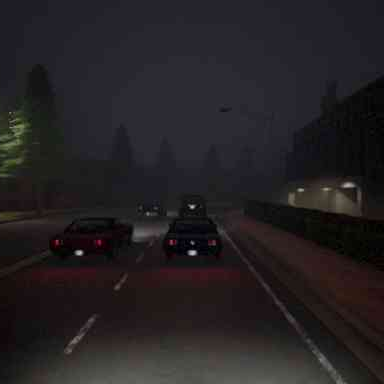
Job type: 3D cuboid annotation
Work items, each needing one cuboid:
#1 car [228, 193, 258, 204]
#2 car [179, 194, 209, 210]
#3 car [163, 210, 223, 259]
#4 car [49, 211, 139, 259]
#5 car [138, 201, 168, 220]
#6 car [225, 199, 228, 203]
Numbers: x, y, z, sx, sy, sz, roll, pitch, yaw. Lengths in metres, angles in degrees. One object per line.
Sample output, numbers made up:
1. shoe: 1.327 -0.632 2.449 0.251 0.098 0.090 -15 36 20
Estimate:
1. car: 9.983 1.155 62.065 5.566 2.045 2.150 0 0 -40
2. car: 0.162 1.194 26.937 2.150 2.045 5.566 0 0 3
3. car: 0.037 1.588 12.493 1.895 1.301 4.718 0 0 1
4. car: -3.463 1.588 12.490 1.895 1.301 4.718 0 0 1
5. car: -3.235 1.462 28.091 2.128 1.511 4.902 0 0 4
6. car: 8.842 1.530 65.721 4.718 1.301 1.895 0 0 -37
